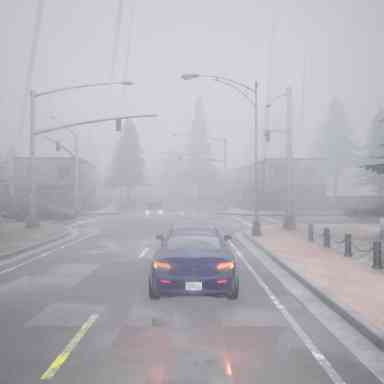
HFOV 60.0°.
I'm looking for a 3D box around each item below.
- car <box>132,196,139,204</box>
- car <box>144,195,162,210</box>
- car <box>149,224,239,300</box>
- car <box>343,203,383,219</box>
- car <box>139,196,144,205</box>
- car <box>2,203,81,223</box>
[{"bbox_3d":[-10.066,1.470,62.803,1.837,1.490,4.892,0,0,-23],"label":"car"},{"bbox_3d":[-4.927,1.443,43.109,1.882,1.535,5.008,0,0,-6],"label":"car"},{"bbox_3d":[0.042,1.526,8.280,1.812,1.442,4.674,0,0,0],"label":"car"},{"bbox_3d":[15.450,1.585,28.152,4.718,1.301,1.895,0,0,2],"label":"car"},{"bbox_3d":[-6.675,1.318,52.996,2.097,1.767,4.553,0,0,-15],"label":"car"},{"bbox_3d":[-11.314,1.532,25.171,5.357,1.411,2.033,0,0,2],"label":"car"}]
